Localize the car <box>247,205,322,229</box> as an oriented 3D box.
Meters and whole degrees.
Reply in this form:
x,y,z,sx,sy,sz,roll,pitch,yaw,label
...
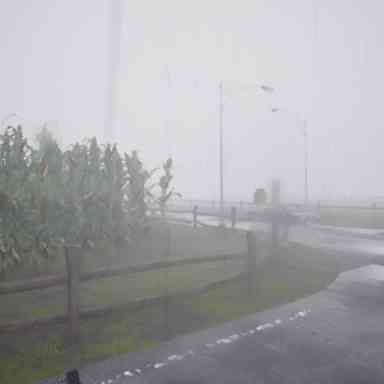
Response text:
x,y,z,sx,sy,sz,roll,pitch,yaw,label
5.514,1.466,20.667,1.895,1.301,4.718,-1,1,-30,car
